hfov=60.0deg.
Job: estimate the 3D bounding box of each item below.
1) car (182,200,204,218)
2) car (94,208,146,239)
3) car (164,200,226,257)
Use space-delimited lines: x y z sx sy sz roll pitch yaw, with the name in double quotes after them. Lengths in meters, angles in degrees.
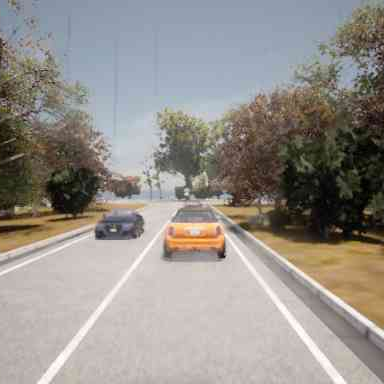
0.092 1.498 30.576 1.812 1.442 4.674 0 0 0 "car"
-3.604 1.550 17.232 1.994 1.385 4.181 0 0 0 "car"
0.095 1.342 13.032 2.097 1.767 4.553 0 0 0 "car"
